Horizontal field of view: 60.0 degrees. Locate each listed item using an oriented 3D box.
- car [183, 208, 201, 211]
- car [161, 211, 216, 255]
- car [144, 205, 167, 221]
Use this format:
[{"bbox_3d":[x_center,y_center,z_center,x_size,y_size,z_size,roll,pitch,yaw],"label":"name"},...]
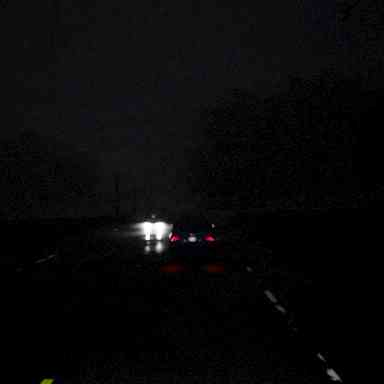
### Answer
[{"bbox_3d":[0.029,2.050,29.162,1.895,1.301,4.718,0,-1,0],"label":"car"},{"bbox_3d":[0.014,1.726,14.043,2.033,1.411,5.357,0,-1,0],"label":"car"},{"bbox_3d":[-3.475,2.004,32.501,2.128,1.511,4.902,0,-1,0],"label":"car"}]
